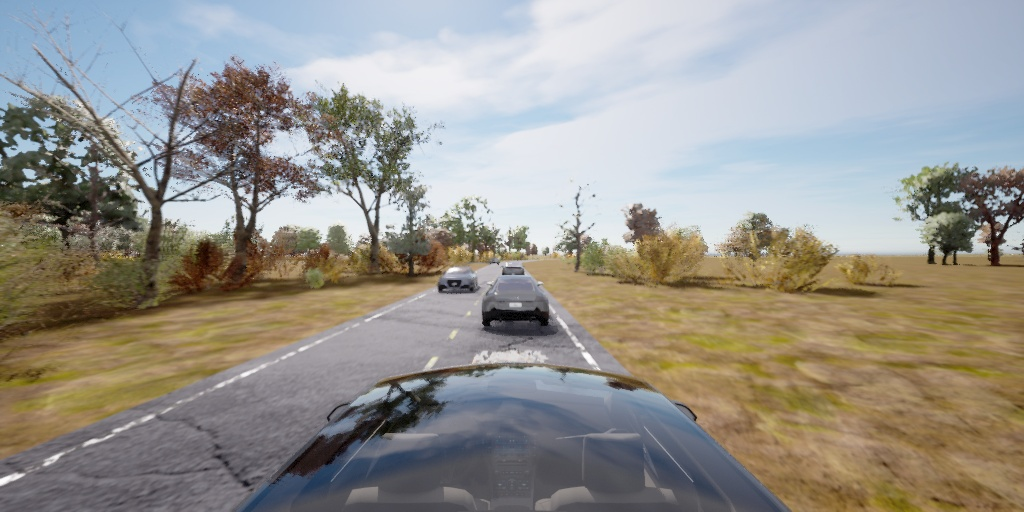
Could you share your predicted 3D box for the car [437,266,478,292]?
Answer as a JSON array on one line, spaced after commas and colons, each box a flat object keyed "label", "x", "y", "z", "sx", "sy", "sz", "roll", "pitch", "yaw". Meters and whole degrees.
[{"label": "car", "x": -3.094, "y": 1.312, "z": 21.213, "sx": 1.994, "sy": 1.385, "sz": 4.181, "roll": 0, "pitch": 0, "yaw": 0}]

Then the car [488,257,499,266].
[{"label": "car", "x": -2.989, "y": 0.900, "z": 62.051, "sx": 1.837, "sy": 1.490, "sz": 4.892, "roll": 0, "pitch": 0, "yaw": 0}]

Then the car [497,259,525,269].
[{"label": "car", "x": 0.107, "y": 1.240, "z": 30.725, "sx": 2.128, "sy": 1.511, "sz": 4.902, "roll": 0, "pitch": 0, "yaw": 0}]

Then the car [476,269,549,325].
[{"label": "car", "x": 0.098, "y": 1.314, "z": 11.854, "sx": 1.994, "sy": 1.385, "sz": 4.181, "roll": 0, "pitch": 0, "yaw": 0}]
